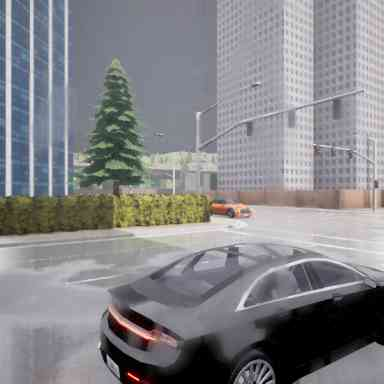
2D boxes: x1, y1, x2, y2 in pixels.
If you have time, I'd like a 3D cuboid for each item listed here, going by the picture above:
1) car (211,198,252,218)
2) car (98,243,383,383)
[{"bbox_3d":[3.280,1.352,29.907,2.097,1.767,4.553,0,0,-35],"label":"car"},{"bbox_3d":[1.207,1.492,4.667,4.902,1.511,2.128,0,0,-35],"label":"car"}]
